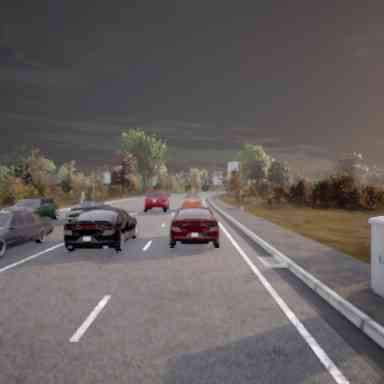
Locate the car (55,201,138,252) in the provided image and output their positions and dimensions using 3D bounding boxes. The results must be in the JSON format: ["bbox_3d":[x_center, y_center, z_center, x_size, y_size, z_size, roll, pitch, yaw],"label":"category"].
[{"bbox_3d":[-3.402,1.342,13.230,1.882,1.535,5.008,0,0,0],"label":"car"}]

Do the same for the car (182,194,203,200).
[{"bbox_3d":[0.030,0.993,35.133,2.097,1.767,4.553,0,0,1],"label":"car"}]

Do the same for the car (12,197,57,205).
[{"bbox_3d":[-10.501,1.128,21.892,2.097,1.767,4.553,0,1,0],"label":"car"}]

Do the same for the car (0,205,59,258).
[{"bbox_3d":[-7.040,1.420,12.377,2.033,1.411,5.357,0,1,0],"label":"car"}]

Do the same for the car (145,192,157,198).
[{"bbox_3d":[-9.462,0.672,77.602,1.895,1.301,4.718,0,1,3],"label":"car"}]

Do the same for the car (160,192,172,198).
[{"bbox_3d":[-5.967,0.621,77.419,2.033,1.411,5.357,0,1,3],"label":"car"}]

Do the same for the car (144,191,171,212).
[{"bbox_3d":[-3.488,0.880,33.648,2.150,2.045,5.566,0,1,0],"label":"car"}]

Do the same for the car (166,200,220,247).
[{"bbox_3d":[0.100,1.332,14.195,1.882,1.535,5.008,0,1,0],"label":"car"}]

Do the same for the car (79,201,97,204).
[{"bbox_3d":[-7.001,1.312,23.035,2.033,1.411,5.357,0,1,0],"label":"car"}]
